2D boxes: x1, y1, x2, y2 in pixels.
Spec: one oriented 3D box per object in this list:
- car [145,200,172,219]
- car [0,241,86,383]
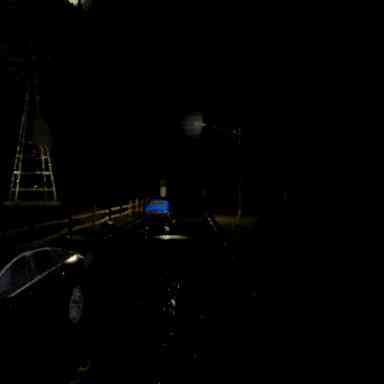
[{"bbox_3d":[-2.773,1.409,28.055,1.882,1.535,5.008,0,0,1],"label":"car"},{"bbox_3d":[-2.837,1.481,4.191,2.128,1.511,4.902,0,0,0],"label":"car"}]
